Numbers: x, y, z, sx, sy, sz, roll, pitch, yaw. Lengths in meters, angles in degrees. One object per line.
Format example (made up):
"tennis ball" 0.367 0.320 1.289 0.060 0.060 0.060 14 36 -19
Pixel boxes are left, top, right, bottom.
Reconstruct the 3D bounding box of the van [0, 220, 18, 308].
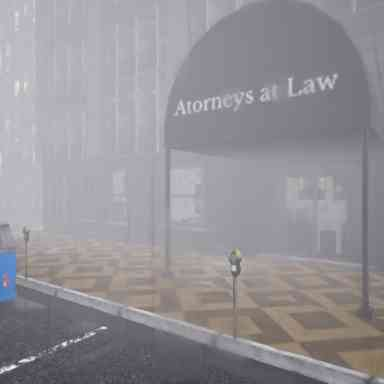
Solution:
"van" -5.103 1.341 6.534 3.998 1.788 1.690 0 0 36
